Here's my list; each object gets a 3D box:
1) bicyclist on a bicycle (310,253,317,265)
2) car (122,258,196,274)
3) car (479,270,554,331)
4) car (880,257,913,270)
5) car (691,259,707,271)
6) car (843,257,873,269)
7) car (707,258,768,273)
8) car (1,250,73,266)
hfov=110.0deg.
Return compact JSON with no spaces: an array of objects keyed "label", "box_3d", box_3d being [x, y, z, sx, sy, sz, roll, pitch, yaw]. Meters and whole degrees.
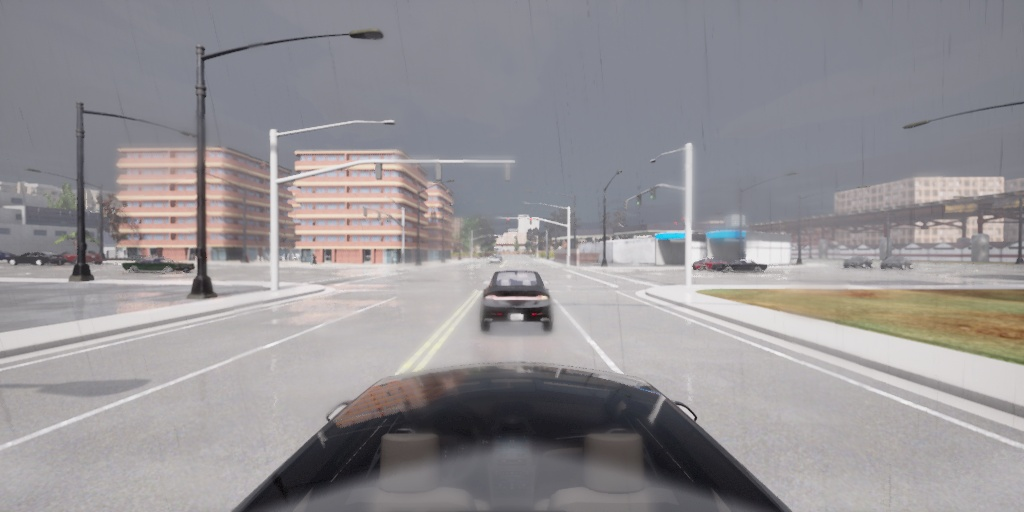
[{"label":"bicyclist on a bicycle","box_3d":[-25.934,0.408,46.833,0.582,1.620,1.656,1,1,1]},{"label":"car","box_3d":[-29.844,0.810,30.445,4.718,1.301,1.895,1,1,1]},{"label":"car","box_3d":[0.121,1.156,10.558,2.128,1.511,4.902,0,1,0]},{"label":"car","box_3d":[44.882,0.871,41.836,4.892,1.490,1.837,0,0,-30]},{"label":"car","box_3d":[21.759,0.950,39.367,4.181,1.385,1.994,0,1,-1]},{"label":"car","box_3d":[43.643,0.839,45.138,4.892,1.490,1.837,0,0,-31]},{"label":"car","box_3d":[22.614,1.022,35.819,4.718,1.301,1.895,0,1,-1]},{"label":"car","box_3d":[-50.383,0.275,38.092,4.892,1.490,1.837,1,1,2]}]
